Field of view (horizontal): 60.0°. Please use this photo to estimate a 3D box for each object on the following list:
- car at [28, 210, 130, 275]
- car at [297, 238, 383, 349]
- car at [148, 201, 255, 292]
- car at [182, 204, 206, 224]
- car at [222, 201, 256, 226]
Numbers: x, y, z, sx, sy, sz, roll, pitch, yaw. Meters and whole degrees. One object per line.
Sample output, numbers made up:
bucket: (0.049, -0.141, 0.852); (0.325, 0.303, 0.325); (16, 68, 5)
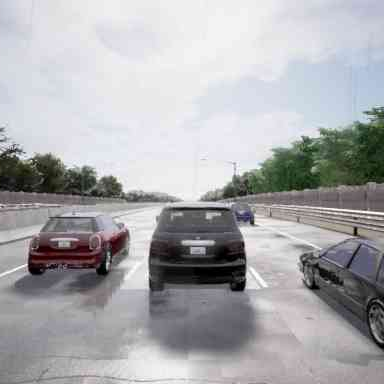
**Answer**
car: (-3.368, 1.408, 10.808); (2.097, 1.767, 4.553); (0, -1, -1)
car: (3.612, 1.569, 6.157); (2.033, 1.411, 5.357); (0, 0, 1)
car: (0.124, 1.264, 9.207); (2.150, 2.045, 5.566); (0, 0, 0)
car: (0.177, 1.808, 28.386); (1.882, 1.535, 5.008); (0, -1, 0)
car: (3.672, 1.651, 26.942); (2.097, 1.767, 4.553); (0, -1, 0)
